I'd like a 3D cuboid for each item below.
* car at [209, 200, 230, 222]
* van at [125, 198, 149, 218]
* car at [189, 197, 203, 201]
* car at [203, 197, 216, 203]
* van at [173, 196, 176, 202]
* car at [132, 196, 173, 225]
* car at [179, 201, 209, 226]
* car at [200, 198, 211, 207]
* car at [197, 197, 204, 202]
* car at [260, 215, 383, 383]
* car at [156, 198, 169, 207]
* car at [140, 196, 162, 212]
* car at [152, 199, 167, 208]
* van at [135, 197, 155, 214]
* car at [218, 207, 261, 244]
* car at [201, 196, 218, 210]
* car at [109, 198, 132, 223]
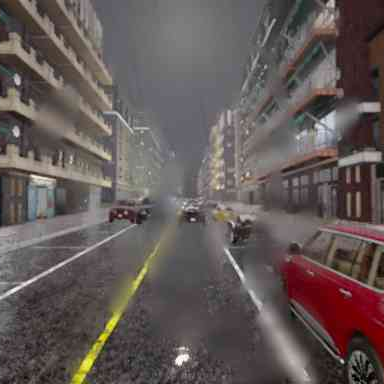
[{"bbox_3d":[2.551,1.668,27.356,1.752,1.417,4.829,2,0,0],"label":"car"},{"bbox_3d":[-5.329,1.516,32.846,1.690,1.788,3.998,2,0,0],"label":"van"},{"bbox_3d":[0.046,1.687,41.750,1.801,1.575,5.366,0,0,0],"label":"car"},{"bbox_3d":[2.528,1.797,44.180,2.008,1.369,4.403,2,0,0],"label":"car"},{"bbox_3d":[-5.412,1.957,93.742,1.690,1.788,3.998,2,0,0],"label":"van"},{"bbox_3d":[-2.884,1.352,25.666,2.150,2.045,5.566,0,0,0],"label":"car"},{"bbox_3d":[0.057,1.648,24.091,1.812,1.442,4.674,0,0,0],"label":"car"},{"bbox_3d":[2.506,1.885,61.344,1.752,1.417,4.829,2,0,0],"label":"car"},{"bbox_3d":[2.462,2.161,93.656,1.887,1.381,4.507,2,-1,0],"label":"car"},{"bbox_3d":[2.588,1.338,4.530,2.192,1.841,5.009,2,0,0],"label":"car"},{"bbox_3d":[-5.374,1.908,61.169,2.008,1.369,4.403,2,0,0],"label":"car"},{"bbox_3d":[-5.344,1.560,44.177,2.192,1.841,5.009,2,0,0],"label":"car"},{"bbox_3d":[-5.367,1.884,55.504,1.947,1.339,4.313,2,0,0],"label":"car"},{"bbox_3d":[-5.337,1.551,38.511,1.690,1.788,3.998,2,0,0],"label":"van"},{"bbox_3d":[2.566,1.629,15.856,2.008,1.369,4.403,2,0,0],"label":"car"},{"bbox_3d":[2.528,1.597,49.846,2.192,1.841,5.009,2,0,0],"label":"car"},{"bbox_3d":[-5.321,1.455,27.182,2.192,1.841,5.009,2,0,0],"label":"car"}]
